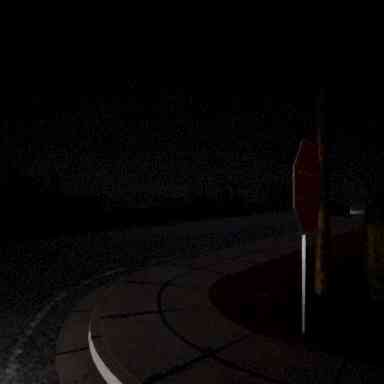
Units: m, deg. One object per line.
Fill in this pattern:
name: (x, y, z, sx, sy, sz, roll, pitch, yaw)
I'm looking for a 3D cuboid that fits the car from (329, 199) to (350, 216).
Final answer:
car: (14.089, 1.451, 32.603, 2.128, 1.511, 4.902, 0, 0, 38)
